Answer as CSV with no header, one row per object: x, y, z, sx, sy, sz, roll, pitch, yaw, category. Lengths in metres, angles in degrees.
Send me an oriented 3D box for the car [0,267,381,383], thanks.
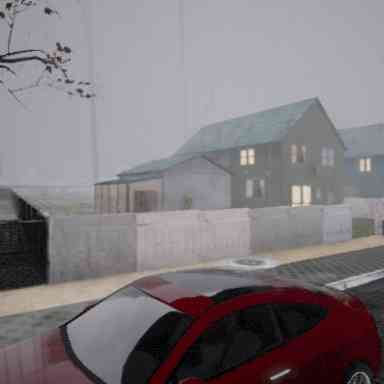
-0.063,1.530,3.023,4.674,1.442,1.812,0,0,-35,car
